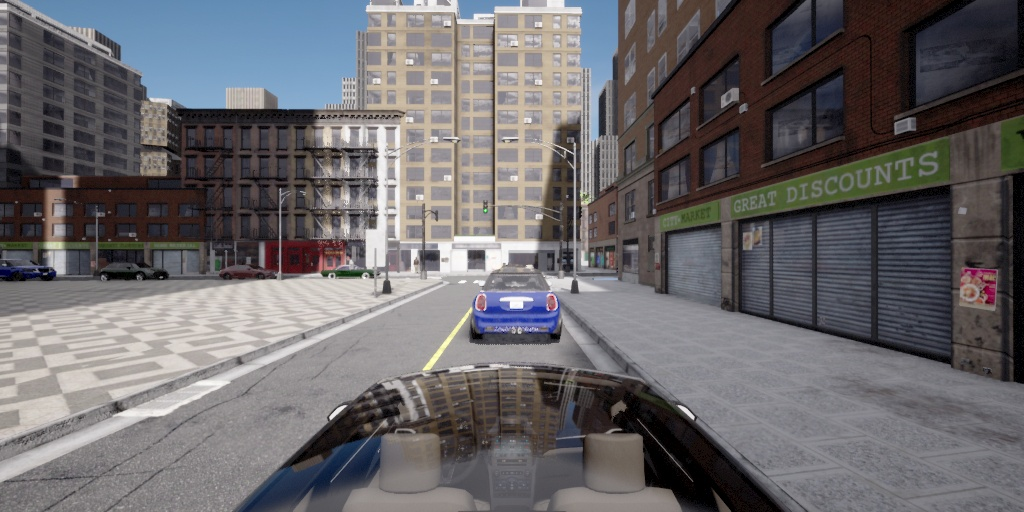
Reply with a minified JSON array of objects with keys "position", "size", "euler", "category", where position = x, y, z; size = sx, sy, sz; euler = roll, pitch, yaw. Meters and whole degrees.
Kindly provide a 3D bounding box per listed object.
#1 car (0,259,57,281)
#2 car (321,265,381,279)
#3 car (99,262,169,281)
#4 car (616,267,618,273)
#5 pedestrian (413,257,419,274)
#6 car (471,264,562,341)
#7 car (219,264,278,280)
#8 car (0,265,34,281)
[{"position":[-43.875,1.257,31.562],"size":[5.566,2.045,2.150],"euler":[0,0,0],"category":"car"},{"position":[-14.235,1.443,31.926],"size":[4.718,1.301,1.895],"euler":[0,0,-1],"category":"car"},{"position":[-33.254,1.324,31.670],"size":[4.553,1.767,2.097],"euler":[0,0,-1],"category":"car"},{"position":[12.844,1.119,35.508],"size":[4.892,1.490,1.837],"euler":[-1,0,-1],"category":"car"},{"position":[-10.204,0.970,38.220],"size":[0.375,1.860,0.375],"euler":[0,0,-1],"category":"pedestrian"},{"position":[0.095,1.100,10.065],"size":[2.097,1.767,4.553],"euler":[0,0,0],"category":"car"},{"position":[-23.306,1.433,31.818],"size":[4.674,1.442,1.812],"euler":[0,0,-1],"category":"car"},{"position":[-49.576,1.636,34.633],"size":[4.181,1.385,1.994],"euler":[0,0,0],"category":"car"}]
